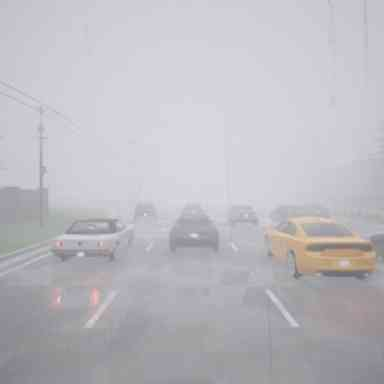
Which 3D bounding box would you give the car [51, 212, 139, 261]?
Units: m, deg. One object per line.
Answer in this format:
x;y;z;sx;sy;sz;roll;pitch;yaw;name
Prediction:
-3.419;1.637;12.468;1.895;1.301;4.718;0;0;0;car

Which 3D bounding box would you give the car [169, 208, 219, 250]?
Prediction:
0.086;1.606;14.463;1.994;1.385;4.181;0;0;0;car

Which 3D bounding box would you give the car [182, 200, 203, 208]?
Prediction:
0.085;1.646;29.651;1.994;1.385;4.181;0;0;0;car

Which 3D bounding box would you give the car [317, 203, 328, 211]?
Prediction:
10.585;1.649;29.748;1.994;1.385;4.181;0;0;0;car

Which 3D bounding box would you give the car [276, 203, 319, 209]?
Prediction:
7.064;1.617;24.253;2.033;1.411;5.357;0;0;0;car

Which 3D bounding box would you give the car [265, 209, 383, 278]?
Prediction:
3.569;1.507;10.218;1.882;1.535;5.008;0;0;0;car

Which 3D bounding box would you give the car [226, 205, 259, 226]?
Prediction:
3.564;1.617;24.252;2.033;1.411;5.357;0;0;0;car

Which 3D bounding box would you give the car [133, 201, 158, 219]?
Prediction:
-4.108;1.585;29.385;1.837;1.490;4.892;0;0;-7;car
